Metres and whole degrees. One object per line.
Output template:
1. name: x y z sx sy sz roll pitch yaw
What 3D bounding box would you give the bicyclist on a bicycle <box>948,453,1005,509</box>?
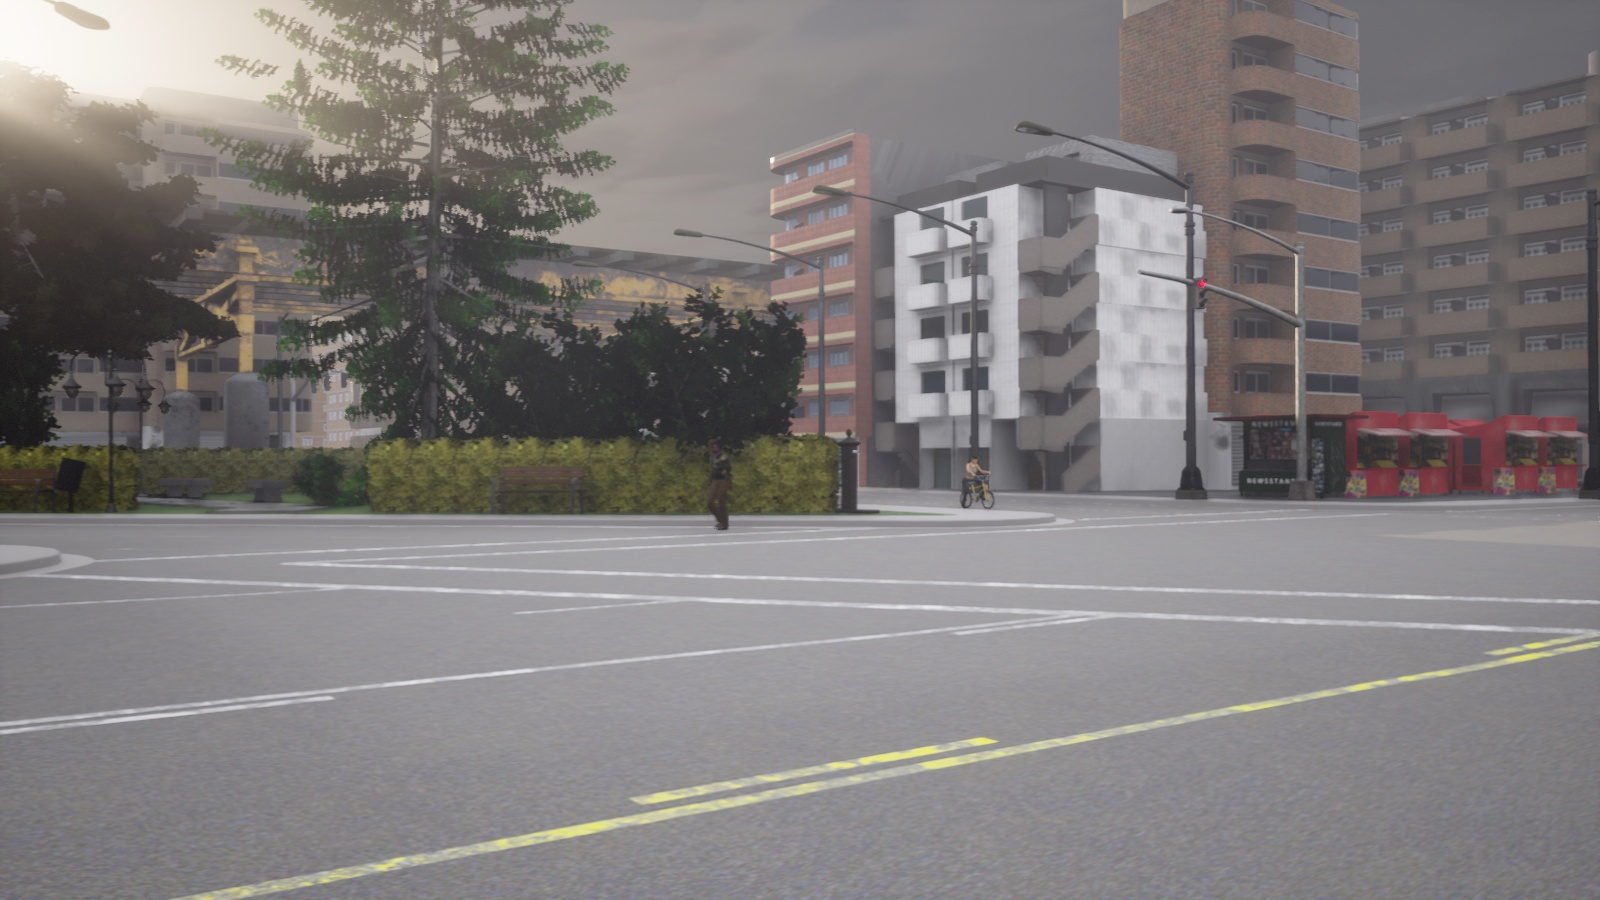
1. bicyclist on a bicycle: 5.208 0.917 37.132 0.866 1.612 1.509 0 0 -34

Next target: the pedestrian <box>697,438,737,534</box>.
1. pedestrian: -1.682 0.727 25.548 0.692 1.930 0.395 0 0 -40
